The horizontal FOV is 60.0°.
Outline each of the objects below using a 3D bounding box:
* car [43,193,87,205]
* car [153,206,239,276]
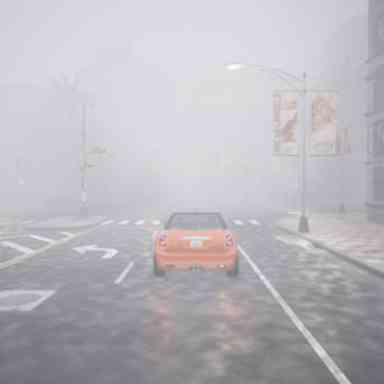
[{"bbox_3d":[-15.684,0.883,41.162,5.357,1.411,2.033,0,1,18],"label":"car"},{"bbox_3d":[0.100,1.190,9.917,2.097,1.767,4.553,0,1,0],"label":"car"}]
